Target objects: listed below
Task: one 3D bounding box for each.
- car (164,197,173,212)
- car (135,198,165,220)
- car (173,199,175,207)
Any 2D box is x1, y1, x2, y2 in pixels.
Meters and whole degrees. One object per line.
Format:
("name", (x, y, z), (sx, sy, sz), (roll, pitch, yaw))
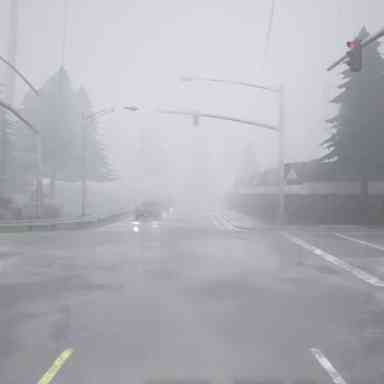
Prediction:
("car", (-3.588, 1.564, 37.947), (1.994, 1.385, 4.181), (0, 0, 0))
("car", (-3.596, 1.505, 28.033), (1.837, 1.490, 4.892), (0, 0, 0))
("car", (-3.502, 1.504, 48.302), (1.837, 1.490, 4.892), (0, 0, 2))
